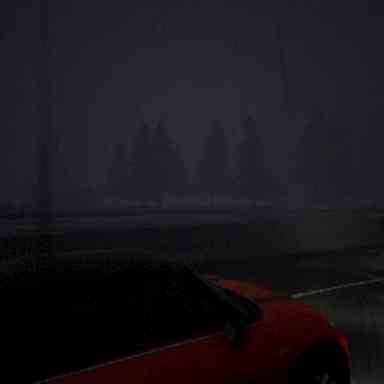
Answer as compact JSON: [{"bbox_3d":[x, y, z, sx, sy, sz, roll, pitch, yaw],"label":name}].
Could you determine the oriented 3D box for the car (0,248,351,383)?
[{"bbox_3d":[-0.569,1.342,3.079,4.553,1.767,2.097,0,0,-34],"label":"car"}]
